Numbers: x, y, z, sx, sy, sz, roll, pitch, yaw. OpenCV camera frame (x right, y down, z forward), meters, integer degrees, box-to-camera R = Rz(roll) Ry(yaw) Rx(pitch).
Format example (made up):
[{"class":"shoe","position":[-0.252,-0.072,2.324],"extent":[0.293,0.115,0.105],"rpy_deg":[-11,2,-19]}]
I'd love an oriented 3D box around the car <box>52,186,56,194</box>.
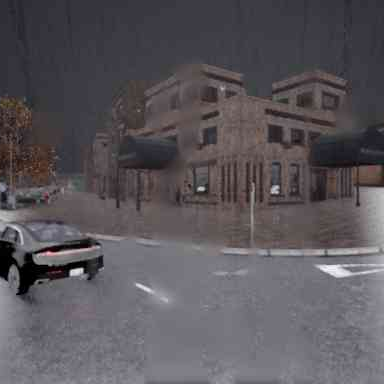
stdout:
[{"class":"car","position":[-33.515,0.067,73.955],"extent":[4.892,1.521,2.231],"rpy_deg":[0,2,-17]}]

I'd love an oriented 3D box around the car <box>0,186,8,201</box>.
[{"class":"car","position":[-30.901,0.390,52.917],"extent":[2.150,2.045,5.566],"rpy_deg":[0,2,-22]}]

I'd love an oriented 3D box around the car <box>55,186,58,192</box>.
[{"class":"car","position":[-35.198,-0.081,79.282],"extent":[4.792,1.488,2.163],"rpy_deg":[0,2,-16]}]

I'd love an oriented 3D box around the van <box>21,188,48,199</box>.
[{"class":"van","position":[-28.871,0.241,61.119],"extent":[4.442,1.987,1.878],"rpy_deg":[0,2,-21]}]

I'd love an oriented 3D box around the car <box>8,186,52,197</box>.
[{"class":"car","position":[-25.976,0.428,53.606],"extent":[5.566,2.045,2.435],"rpy_deg":[0,1,-22]}]

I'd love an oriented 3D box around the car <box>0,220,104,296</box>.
[{"class":"car","position":[-4.213,1.482,8.754],"extent":[4.902,1.511,2.128],"rpy_deg":[0,0,44]}]

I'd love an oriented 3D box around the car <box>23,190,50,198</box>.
[{"class":"car","position":[-30.870,0.353,66.206],"extent":[4.674,1.452,2.002],"rpy_deg":[0,2,-19]}]

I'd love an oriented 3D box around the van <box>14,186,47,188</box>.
[{"class":"van","position":[-25.051,0.519,51.018],"extent":[4.442,1.987,1.878],"rpy_deg":[0,1,-23]}]

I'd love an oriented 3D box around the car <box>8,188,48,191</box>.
[{"class":"car","position":[-23.858,0.685,48.532],"extent":[4.553,1.767,2.185],"rpy_deg":[0,1,-23]}]

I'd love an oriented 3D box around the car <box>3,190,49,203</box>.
[{"class":"car","position":[-22.836,0.876,45.978],"extent":[4.892,1.521,2.231],"rpy_deg":[0,1,-23]}]
